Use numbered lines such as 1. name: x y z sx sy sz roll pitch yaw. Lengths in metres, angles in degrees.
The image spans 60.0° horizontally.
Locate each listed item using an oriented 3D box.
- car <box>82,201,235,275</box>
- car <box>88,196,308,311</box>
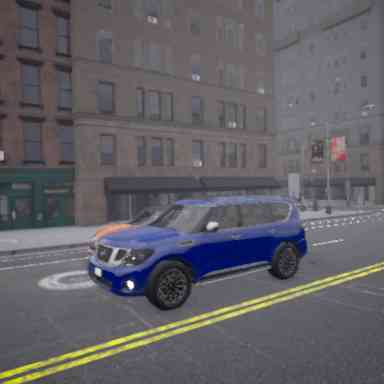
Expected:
1. car: -0.995 1.263 10.955 4.553 1.767 2.097 -1 1 -35
2. car: 0.445 1.145 7.995 5.566 2.045 2.150 -1 1 -35
